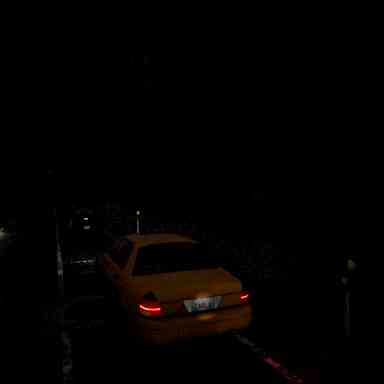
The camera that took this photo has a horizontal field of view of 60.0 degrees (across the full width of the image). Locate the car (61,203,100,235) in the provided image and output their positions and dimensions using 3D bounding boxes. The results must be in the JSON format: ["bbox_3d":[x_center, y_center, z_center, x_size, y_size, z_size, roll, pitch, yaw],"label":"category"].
[{"bbox_3d":[-6.104,1.551,18.699,2.008,1.369,4.403,0,0,-23],"label":"car"}]

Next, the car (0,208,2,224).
[{"bbox_3d":[-13.882,1.478,21.908,1.882,1.535,5.008,0,0,-22],"label":"car"}]

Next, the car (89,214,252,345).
[{"bbox_3d":[-0.838,1.457,6.757,1.801,1.575,5.366,0,0,-23],"label":"car"}]

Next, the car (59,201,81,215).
[{"bbox_3d":[-8.219,1.551,23.802,2.008,1.369,4.403,0,0,-23],"label":"car"}]

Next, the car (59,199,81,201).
[{"bbox_3d":[-10.334,1.566,28.904,1.947,1.339,4.313,0,0,-23],"label":"car"}]

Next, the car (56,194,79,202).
[{"bbox_3d":[-12.449,1.316,34.007,2.192,1.841,5.009,0,0,-23],"label":"car"}]

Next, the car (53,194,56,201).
[{"bbox_3d":[-31.636,1.468,79.545,1.967,1.590,4.097,0,0,-24],"label":"car"}]

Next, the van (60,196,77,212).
[{"bbox_3d":[-14.565,1.342,39.110,1.690,1.788,3.998,0,0,-23],"label":"van"}]
